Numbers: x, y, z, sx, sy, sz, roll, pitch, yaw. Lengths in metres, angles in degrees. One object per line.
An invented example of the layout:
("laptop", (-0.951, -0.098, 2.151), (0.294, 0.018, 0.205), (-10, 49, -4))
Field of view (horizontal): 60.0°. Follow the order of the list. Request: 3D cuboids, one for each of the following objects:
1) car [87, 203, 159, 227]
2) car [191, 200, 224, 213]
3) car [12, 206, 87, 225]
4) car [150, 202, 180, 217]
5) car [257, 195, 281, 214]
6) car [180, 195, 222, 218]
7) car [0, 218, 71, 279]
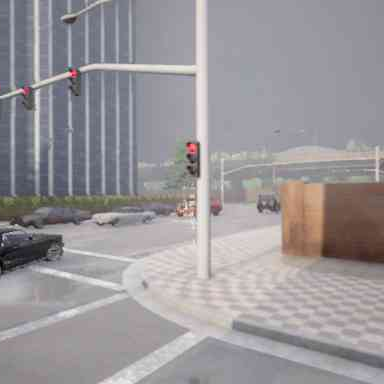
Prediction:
("car", (-4.863, 1.730, 24.009), (1.895, 1.301, 4.718), (-1, 0, 35))
("car", (1.871, 1.714, 39.501), (1.994, 1.385, 4.181), (-1, 0, 35))
("car", (-9.671, 1.705, 23.345), (2.033, 1.411, 5.357), (-1, 0, 33))
("car", (-3.810, 1.701, 31.539), (2.033, 1.411, 5.357), (-1, 0, 35))
("car", (9.204, 1.316, 37.452), (2.150, 2.045, 5.566), (-1, 0, 35))
("car", (0.703, 1.348, 31.848), (2.150, 2.045, 5.566), (-1, 0, 35))
("car", (-5.579, 1.675, 9.566), (1.895, 1.301, 4.718), (-1, 0, 6))
